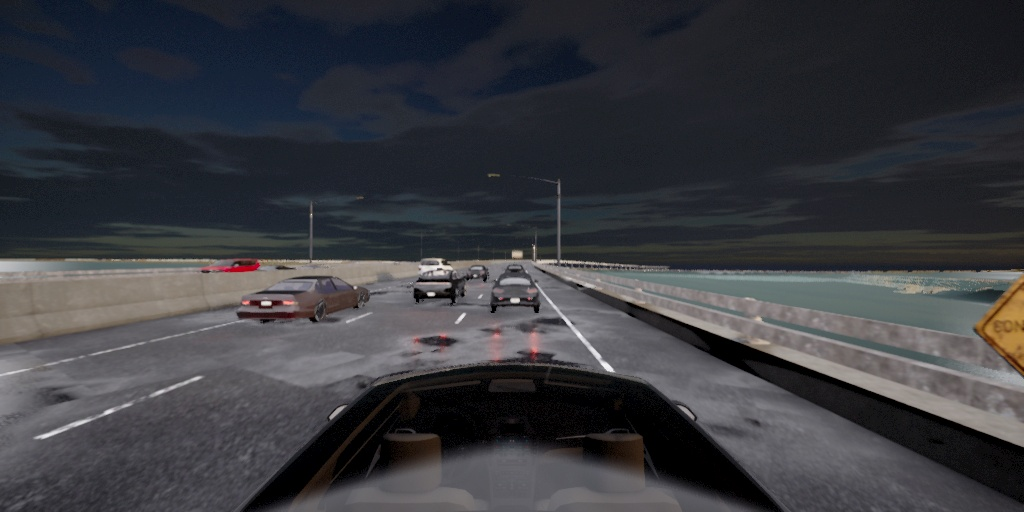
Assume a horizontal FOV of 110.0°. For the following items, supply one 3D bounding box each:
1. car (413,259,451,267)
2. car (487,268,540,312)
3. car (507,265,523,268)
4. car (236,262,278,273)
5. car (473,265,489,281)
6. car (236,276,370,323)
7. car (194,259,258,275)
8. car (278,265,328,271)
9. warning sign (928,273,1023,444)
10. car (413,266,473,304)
[{"bbox_3d":[-6.726,1.266,31.822,2.150,2.045,5.566,0,-1,1],"label":"car"},{"bbox_3d":[0.130,1.406,14.795,1.812,1.442,4.674,0,-1,0],"label":"car"},{"bbox_3d":[0.287,1.558,32.835,1.837,1.490,4.892,0,-1,1],"label":"car"},{"bbox_3d":[-20.928,1.518,31.168,1.882,1.535,5.008,0,-1,1],"label":"car"},{"bbox_3d":[-3.202,1.588,33.771,1.812,1.442,4.674,0,-1,1],"label":"car"},{"bbox_3d":[-6.877,1.406,12.562,2.033,1.411,5.357,0,-1,0],"label":"car"},{"bbox_3d":[-24.430,1.262,31.216,2.150,2.045,5.566,0,-1,1],"label":"car"},{"bbox_3d":[-17.428,1.531,31.129,2.128,1.511,4.902,0,-1,1],"label":"car"},{"bbox_3d":[4.549,0.879,3.013,1.300,1.860,1.060,0,0,0],"label":"warning sign"},{"bbox_3d":[-3.349,1.397,17.346,2.128,1.511,4.902,0,-1,0],"label":"car"}]
